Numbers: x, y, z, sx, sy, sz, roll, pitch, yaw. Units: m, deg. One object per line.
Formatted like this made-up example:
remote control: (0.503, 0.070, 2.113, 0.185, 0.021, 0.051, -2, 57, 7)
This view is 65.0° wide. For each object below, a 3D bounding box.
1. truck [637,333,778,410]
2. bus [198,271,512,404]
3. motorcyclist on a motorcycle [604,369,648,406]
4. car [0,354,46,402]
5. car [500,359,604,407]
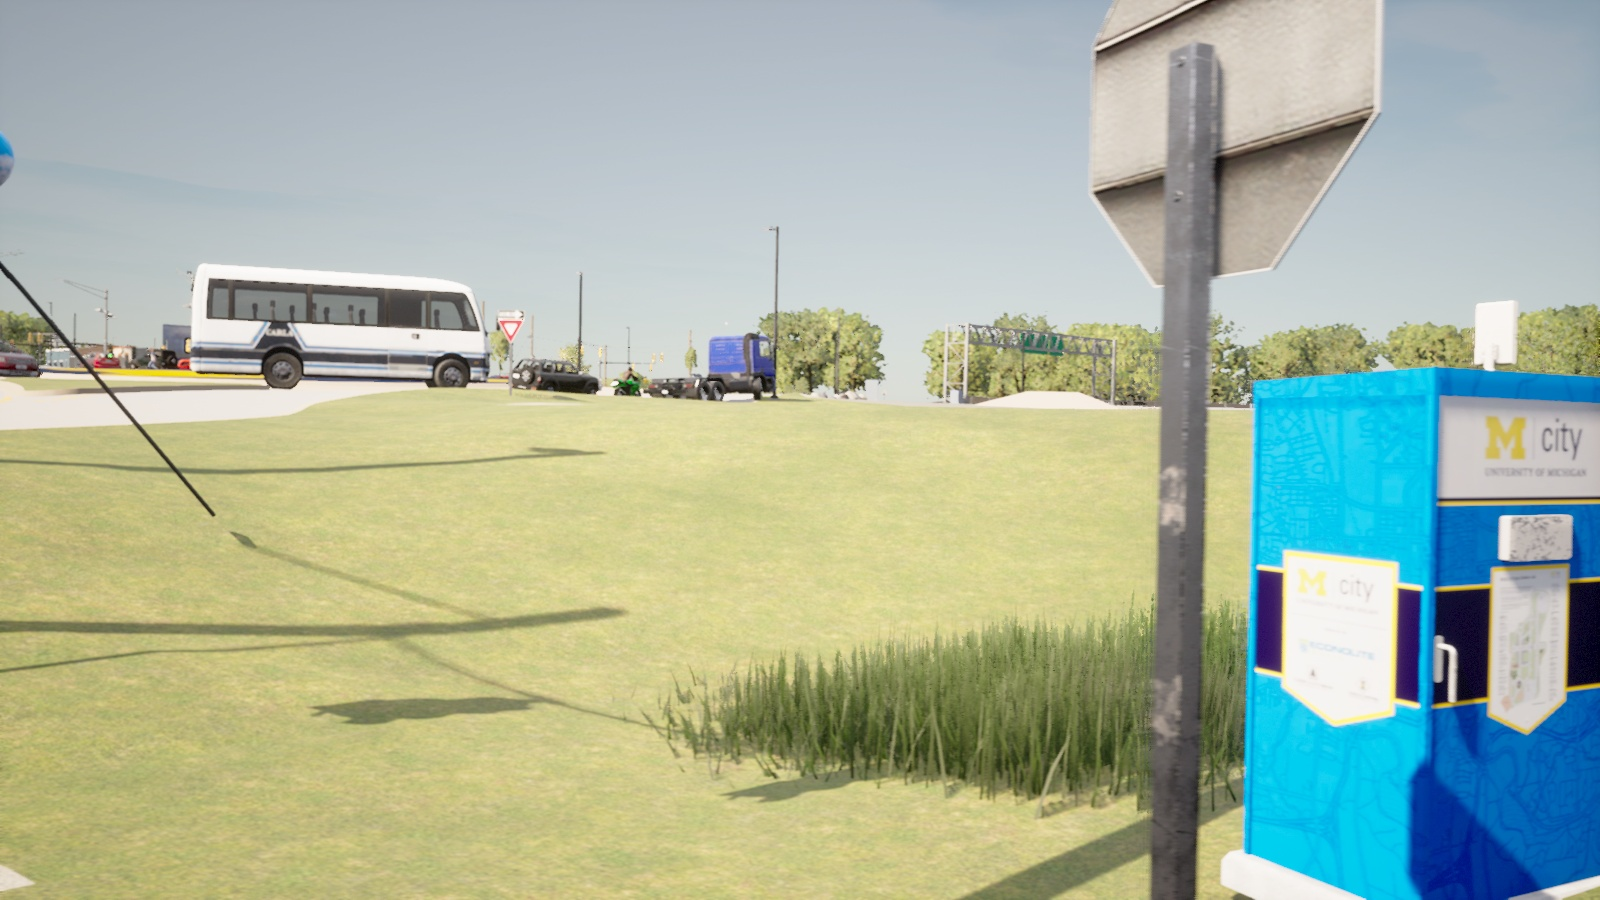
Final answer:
truck: (-4.426, -3.967, 62.320, 2.891, 3.462, 7.936, 0, 5, 30)
bus: (-15.968, -3.863, 45.408, 10.273, 4.253, 3.944, -1, 1, -23)
motorcyclist on a motorcycle: (-7.451, -2.650, 53.842, 0.797, 1.523, 2.044, 0, 1, 27)
car: (-28.135, -2.459, 43.328, 3.705, 1.549, 1.789, 0, 1, 23)
car: (-11.169, -2.990, 56.821, 1.932, 1.855, 4.605, 8, 5, 30)
